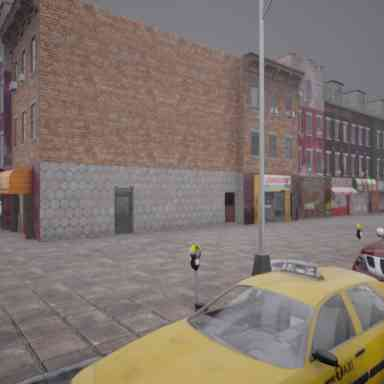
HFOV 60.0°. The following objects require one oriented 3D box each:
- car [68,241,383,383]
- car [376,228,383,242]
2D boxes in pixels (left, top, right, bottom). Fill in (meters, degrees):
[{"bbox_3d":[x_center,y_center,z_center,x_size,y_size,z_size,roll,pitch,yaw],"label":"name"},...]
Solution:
[{"bbox_3d":[1.054,1.525,3.656,4.829,1.417,1.752,0,0,-39],"label":"car"},{"bbox_3d":[5.444,1.314,7.168,5.009,1.841,2.192,0,0,-39],"label":"car"}]
